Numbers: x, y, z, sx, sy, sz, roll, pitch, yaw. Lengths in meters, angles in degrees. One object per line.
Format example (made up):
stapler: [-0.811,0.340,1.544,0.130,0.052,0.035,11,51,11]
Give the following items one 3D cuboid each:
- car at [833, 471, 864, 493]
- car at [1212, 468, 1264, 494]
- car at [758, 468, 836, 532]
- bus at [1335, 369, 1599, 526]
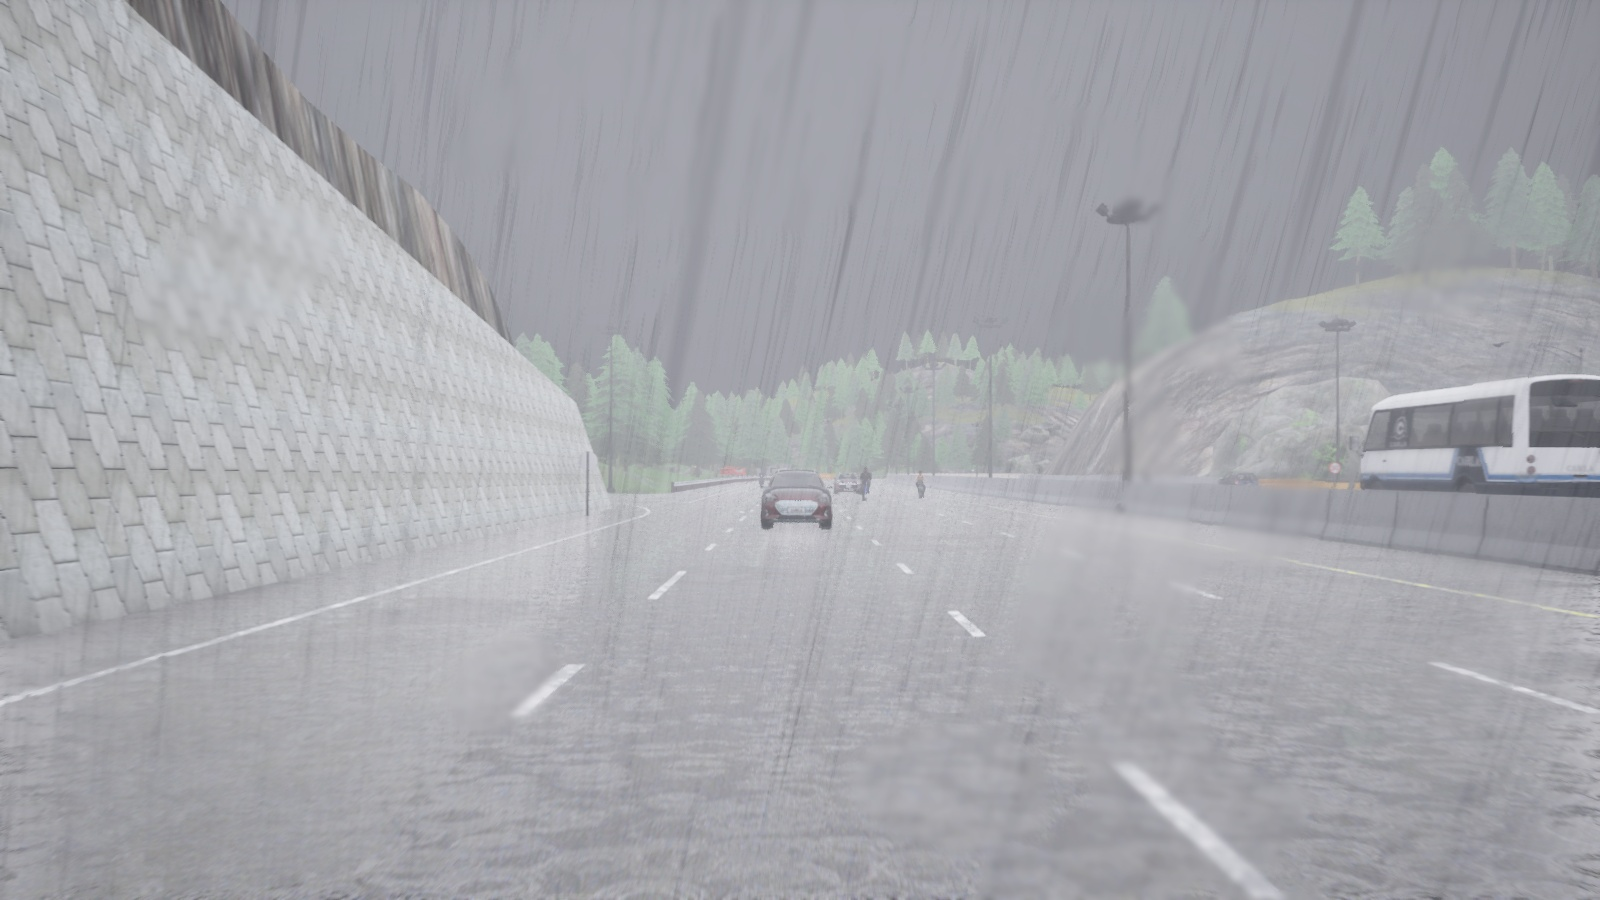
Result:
car: [3.290,2.214,86.436,1.970,1.475,3.806,0,-1,0]
car: [27.806,1.938,79.855,1.851,1.617,3.988,0,-1,0]
car: [-0.085,1.330,34.945,2.033,1.649,4.856,0,-1,0]
bus: [20.899,0.011,39.214,3.944,4.253,10.273,0,-1,0]
